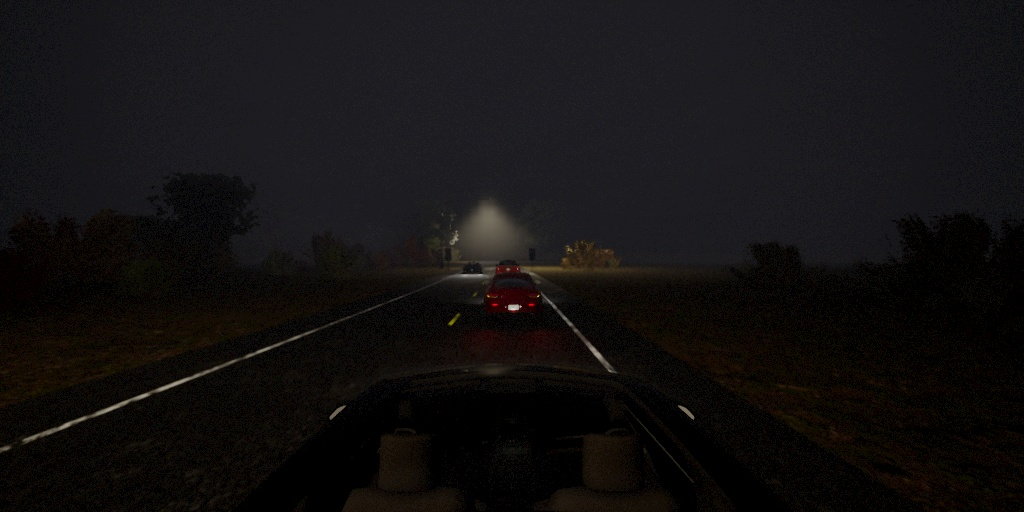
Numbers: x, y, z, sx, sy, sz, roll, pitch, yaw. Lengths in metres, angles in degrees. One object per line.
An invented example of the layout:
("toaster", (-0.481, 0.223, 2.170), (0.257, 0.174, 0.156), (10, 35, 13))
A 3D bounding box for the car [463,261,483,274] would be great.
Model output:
("car", (-4.280, 1.285, 39.711), (1.994, 1.385, 4.181), (0, 0, -2))

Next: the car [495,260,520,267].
("car", (-0.375, 1.082, 30.877), (2.097, 1.767, 4.553), (0, 0, -2))

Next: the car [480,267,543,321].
("car", (0.017, 1.273, 12.343), (1.812, 1.442, 4.674), (0, 0, -1))
